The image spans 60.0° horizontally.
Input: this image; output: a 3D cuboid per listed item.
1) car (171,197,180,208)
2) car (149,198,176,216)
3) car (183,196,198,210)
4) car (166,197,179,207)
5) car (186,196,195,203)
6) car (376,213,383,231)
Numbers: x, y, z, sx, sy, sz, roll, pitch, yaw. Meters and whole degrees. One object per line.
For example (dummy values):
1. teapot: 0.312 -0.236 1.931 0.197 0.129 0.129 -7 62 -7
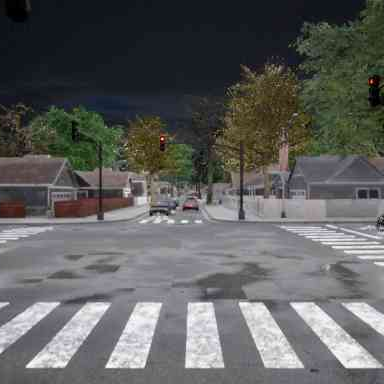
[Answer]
1. car: -3.009 1.622 42.790 1.994 1.385 4.181 0 0 0
2. car: -3.029 1.589 32.901 2.033 1.411 5.357 0 0 0
3. car: -0.172 1.623 43.486 1.994 1.385 4.181 0 0 0
4. car: -3.028 1.603 53.040 1.812 1.442 4.674 0 0 0
5. car: -0.314 1.621 72.984 1.837 1.490 4.892 0 0 0
6. car: 12.114 1.281 17.261 4.553 1.767 2.097 0 0 0
